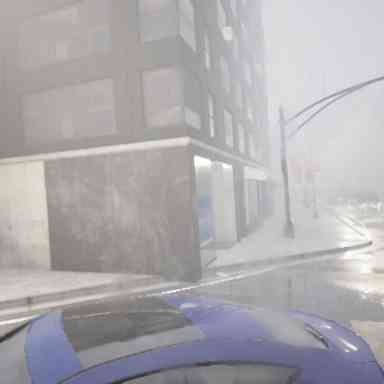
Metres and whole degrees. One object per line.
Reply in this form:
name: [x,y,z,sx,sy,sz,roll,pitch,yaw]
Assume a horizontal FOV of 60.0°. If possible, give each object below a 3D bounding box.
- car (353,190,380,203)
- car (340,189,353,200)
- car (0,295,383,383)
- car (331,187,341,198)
car: [21.741,0.515,41.191,1.837,1.490,4.892,-4,0,17]
car: [25.005,0.441,52.030,1.994,1.385,4.181,-4,0,17]
car: [-0.690,1.562,2.132,4.674,1.442,1.812,-1,-1,-27]
car: [28.464,0.254,63.429,2.128,1.511,4.902,-4,0,17]
